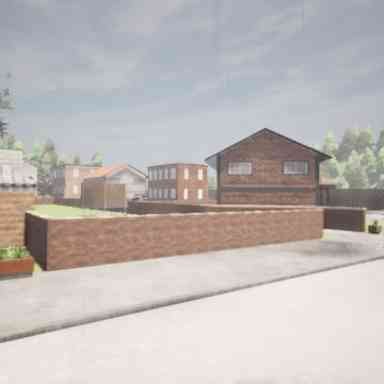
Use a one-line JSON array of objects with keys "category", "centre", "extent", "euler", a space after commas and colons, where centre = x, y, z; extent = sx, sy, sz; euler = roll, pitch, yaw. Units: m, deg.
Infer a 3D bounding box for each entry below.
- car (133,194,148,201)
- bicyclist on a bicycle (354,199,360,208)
[{"category": "car", "centre": [-6.483, 1.192, 44.228], "extent": [1.905, 1.878, 3.866], "euler": [1, 0, -36]}, {"category": "bicyclist on a bicycle", "centre": [22.279, 1.828, 44.955], "extent": [1.656, 1.620, 0.582], "euler": [0, 0, -36]}]
